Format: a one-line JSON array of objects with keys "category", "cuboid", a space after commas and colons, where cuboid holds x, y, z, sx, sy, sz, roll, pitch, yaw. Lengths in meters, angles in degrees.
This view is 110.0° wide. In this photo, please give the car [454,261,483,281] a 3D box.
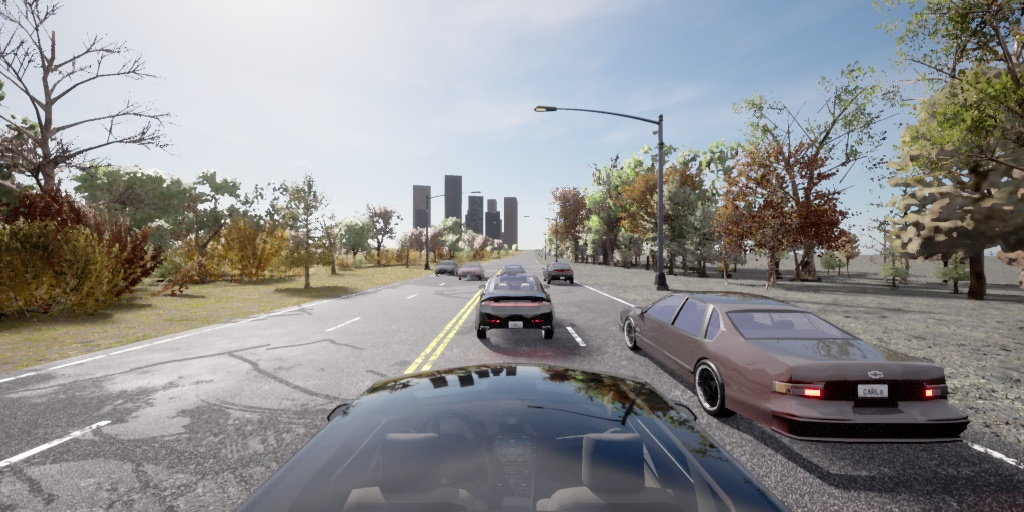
[{"category": "car", "cuboid": [-3.326, 1.247, 29.995, 1.812, 1.442, 4.674, 0, 0, 1]}]

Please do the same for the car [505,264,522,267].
[{"category": "car", "cuboid": [0.103, 1.293, 26.773, 1.994, 1.385, 4.181, 0, 0, 0]}]

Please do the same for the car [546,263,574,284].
[{"category": "car", "cuboid": [3.352, 1.227, 26.452, 1.837, 1.490, 4.892, -1, 0, 0]}]

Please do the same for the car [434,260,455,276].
[{"category": "car", "cuboid": [-6.509, 1.214, 36.286, 1.837, 1.490, 4.892, 0, 0, 1]}]

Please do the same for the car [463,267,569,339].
[{"category": "car", "cuboid": [0.066, 1.240, 10.023, 2.128, 1.511, 4.902, 0, 0, 0]}]

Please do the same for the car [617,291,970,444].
[{"category": "car", "cuboid": [3.342, 1.281, 5.837, 2.033, 1.411, 5.357, 0, 0, 0]}]
